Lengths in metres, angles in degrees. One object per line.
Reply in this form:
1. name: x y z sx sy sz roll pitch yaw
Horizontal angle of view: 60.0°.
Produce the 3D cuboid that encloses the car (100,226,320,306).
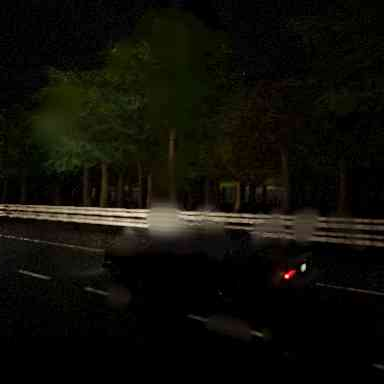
1. car: 0.162 1.552 8.052 5.357 1.411 2.033 0 0 36
